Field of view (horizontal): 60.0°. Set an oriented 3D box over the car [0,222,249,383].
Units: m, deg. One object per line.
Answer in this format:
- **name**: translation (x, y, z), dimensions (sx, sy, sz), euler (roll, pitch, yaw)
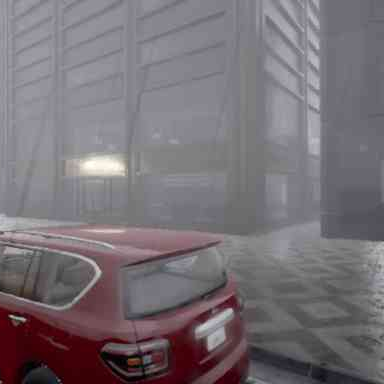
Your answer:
- **car**: translation (-1.736, 1.327, 4.205), dimensions (5.009, 1.841, 2.192), euler (0, 0, 36)
